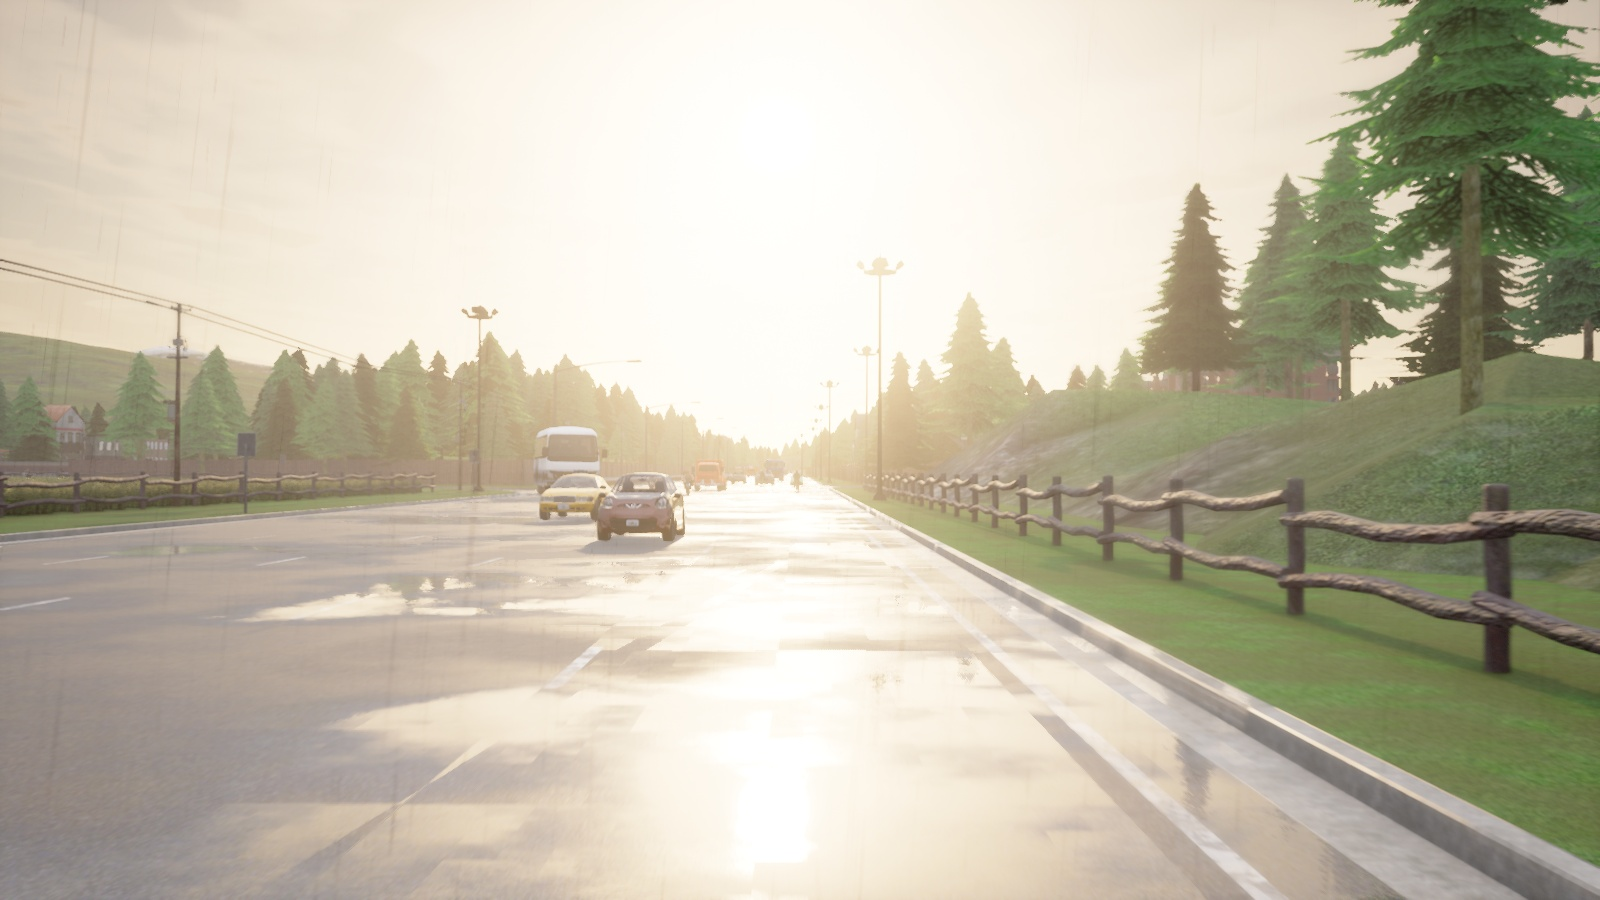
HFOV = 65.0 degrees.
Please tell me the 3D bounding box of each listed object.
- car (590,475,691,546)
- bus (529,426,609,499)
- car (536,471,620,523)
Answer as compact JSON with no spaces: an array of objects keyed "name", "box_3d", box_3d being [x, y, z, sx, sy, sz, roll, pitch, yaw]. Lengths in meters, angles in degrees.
[{"name":"car","box_3d":[-3.569,1.332,28.695,1.845,1.501,3.633,0,-1,0]},{"name":"bus","box_3d":[-14.756,0.849,79.370,3.944,4.253,10.273,1,-1,-16]},{"name":"car","box_3d":[-7.096,1.478,40.626,1.801,1.575,5.366,0,-1,0]}]
